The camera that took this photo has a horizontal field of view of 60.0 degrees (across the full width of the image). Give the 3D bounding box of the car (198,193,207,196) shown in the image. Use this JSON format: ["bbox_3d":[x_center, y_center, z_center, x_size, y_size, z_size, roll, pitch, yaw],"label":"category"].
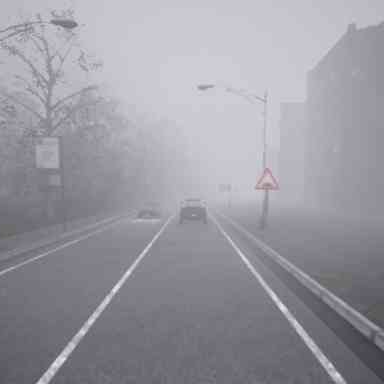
[{"bbox_3d":[1.865,0.965,70.247,1.994,1.385,4.181,2,2,18],"label":"car"}]

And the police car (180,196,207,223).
[{"bbox_3d":[0.094,1.377,25.029,1.930,1.638,5.238,0,0,0],"label":"police car"}]

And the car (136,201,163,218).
[{"bbox_3d":[-3.595,1.491,29.312,2.033,1.411,5.357,0,0,0],"label":"car"}]

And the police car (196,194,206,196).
[{"bbox_3d":[0.395,1.427,42.858,2.038,1.542,4.974,0,0,3],"label":"police car"}]
